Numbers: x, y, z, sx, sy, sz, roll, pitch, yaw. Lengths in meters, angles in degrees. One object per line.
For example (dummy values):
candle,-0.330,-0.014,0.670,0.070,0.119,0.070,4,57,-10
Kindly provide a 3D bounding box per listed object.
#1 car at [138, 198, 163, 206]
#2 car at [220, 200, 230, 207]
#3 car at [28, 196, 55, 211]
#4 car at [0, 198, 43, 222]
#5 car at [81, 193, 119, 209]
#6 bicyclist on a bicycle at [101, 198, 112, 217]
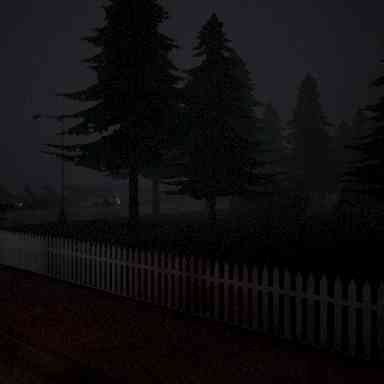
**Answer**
car,-6.785,1.492,54.088,2.128,1.511,4.902,0,0,35
car,4.307,1.222,51.448,2.150,2.045,5.566,0,0,34
car,-18.018,1.352,37.625,2.097,1.767,4.553,0,0,34
car,-14.030,1.477,24.474,1.882,1.535,5.008,0,0,34
car,-12.522,1.222,45.700,2.150,2.045,5.566,0,0,34
bicyclist on a bicycle,-7.164,1.302,27.830,1.656,1.620,0.582,0,0,34
